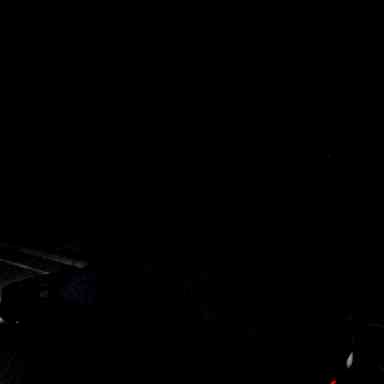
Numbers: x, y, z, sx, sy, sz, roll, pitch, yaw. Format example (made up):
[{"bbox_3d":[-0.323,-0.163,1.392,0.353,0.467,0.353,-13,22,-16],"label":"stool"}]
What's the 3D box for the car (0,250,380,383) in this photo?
[{"bbox_3d":[-0.576,1.554,4.512,5.357,1.411,2.033,0,0,37],"label":"car"}]
